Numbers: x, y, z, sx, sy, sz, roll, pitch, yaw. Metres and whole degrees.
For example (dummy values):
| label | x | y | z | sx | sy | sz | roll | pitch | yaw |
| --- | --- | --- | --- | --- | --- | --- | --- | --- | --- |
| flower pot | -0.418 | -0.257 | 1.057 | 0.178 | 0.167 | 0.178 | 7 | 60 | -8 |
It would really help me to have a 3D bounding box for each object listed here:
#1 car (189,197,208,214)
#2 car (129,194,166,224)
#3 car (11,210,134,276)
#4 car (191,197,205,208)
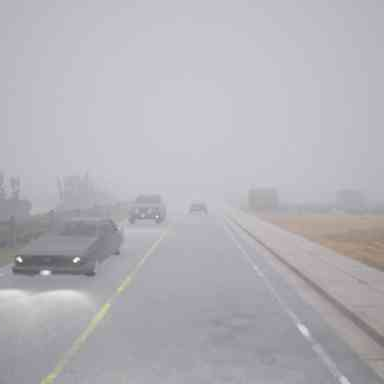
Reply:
| label | x | y | z | sx | sy | sz | roll | pitch | yaw |
| --- | --- | --- | --- | --- | --- | --- | --- | --- | --- |
| car | 0.673 | 1.507 | 35.125 | 1.812 | 1.442 | 4.674 | 0 | 0 | 1 |
| car | -3.177 | 1.192 | 24.690 | 2.150 | 2.045 | 5.566 | 0 | 0 | 1 |
| car | -3.446 | 1.527 | 10.530 | 2.033 | 1.411 | 5.357 | 0 | 0 | 0 |
| car | 0.877 | 1.501 | 47.563 | 1.812 | 1.442 | 4.674 | 0 | 0 | 1 |
